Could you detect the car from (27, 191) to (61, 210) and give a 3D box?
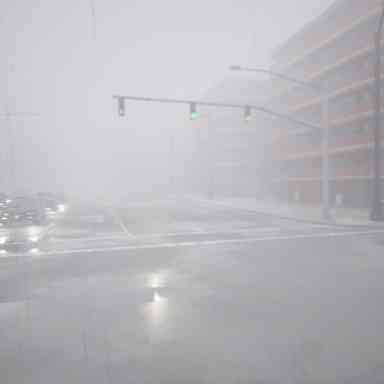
[{"bbox_3d":[-13.057,0.772,29.522,1.837,1.490,4.892,-1,2,-17],"label":"car"}]

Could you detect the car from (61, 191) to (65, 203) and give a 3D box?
[{"bbox_3d":[-15.964,0.530,38.965,1.895,1.301,4.718,-1,2,-17],"label":"car"}]

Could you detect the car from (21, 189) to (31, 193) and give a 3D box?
[{"bbox_3d":[-19.336,0.489,38.024,1.837,1.490,4.892,-1,2,-17],"label":"car"}]

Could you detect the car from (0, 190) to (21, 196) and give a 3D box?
[{"bbox_3d":[-16.329,0.838,28.263,1.837,1.490,4.892,-1,2,-17],"label":"car"}]

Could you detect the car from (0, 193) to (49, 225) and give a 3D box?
[{"bbox_3d":[-10.298,1.065,20.537,1.837,1.490,4.892,-1,2,-17],"label":"car"}]
